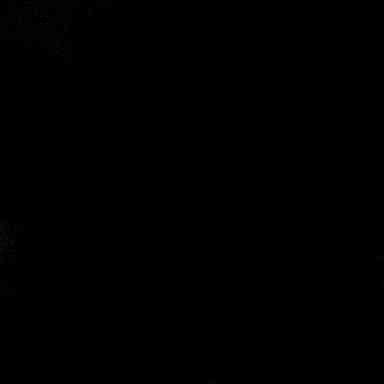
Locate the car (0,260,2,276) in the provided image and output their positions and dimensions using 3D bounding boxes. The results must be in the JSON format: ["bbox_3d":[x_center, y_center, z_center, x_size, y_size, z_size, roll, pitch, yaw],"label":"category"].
[{"bbox_3d":[-6.844,1.470,8.414,5.366,1.575,1.946,0,0,35],"label":"car"}]
